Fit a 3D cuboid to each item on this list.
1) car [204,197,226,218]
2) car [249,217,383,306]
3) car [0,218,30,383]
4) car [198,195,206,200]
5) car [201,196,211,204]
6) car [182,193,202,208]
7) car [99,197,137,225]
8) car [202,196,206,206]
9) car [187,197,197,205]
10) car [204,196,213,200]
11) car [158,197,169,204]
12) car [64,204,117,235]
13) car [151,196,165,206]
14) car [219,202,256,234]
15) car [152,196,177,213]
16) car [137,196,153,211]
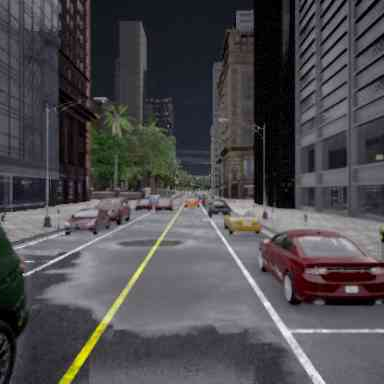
[{"bbox_3d":[2.362,1.515,29.951,1.837,1.490,4.892,0,0,0],"label":"car"},{"bbox_3d":[2.762,1.546,7.976,1.887,1.381,4.507,0,0,0],"label":"car"},{"bbox_3d":[-3.087,1.218,1.897,2.150,2.045,5.566,0,0,0],"label":"car"},{"bbox_3d":[2.782,1.616,94.089,1.947,1.339,4.313,0,0,0],"label":"car"},{"bbox_3d":[2.775,1.606,67.652,1.947,1.339,4.313,0,0,0],"label":"car"},{"bbox_3d":[0.024,1.380,50.023,2.097,1.767,4.553,0,0,0],"label":"car"},{"bbox_3d":[-5.761,1.323,24.263,2.192,1.841,5.009,0,0,0],"label":"car"},{"bbox_3d":[2.770,1.575,45.951,2.008,1.369,4.403,0,0,0],"label":"car"},{"bbox_3d":[0.015,1.637,61.068,1.895,1.301,4.718,0,0,0],"label":"car"},{"bbox_3d":[2.768,1.564,40.527,1.887,1.381,4.507,0,0,0],"label":"car"},{"bbox_3d":[-5.750,1.622,67.672,1.802,1.307,4.206,0,0,0],"label":"car"},{"bbox_3d":[-5.761,1.587,18.837,1.802,1.307,4.206,0,0,0],"label":"car"},{"bbox_3d":[-5.753,1.473,56.820,1.967,1.590,4.097,0,0,0],"label":"car"},{"bbox_3d":[2.764,1.530,18.996,1.752,1.417,4.829,0,0,0],"label":"car"},{"bbox_3d":[-3.078,1.494,37.766,1.882,1.535,5.008,0,0,0],"label":"car"},{"bbox_3d":[-5.756,1.564,40.541,1.887,1.381,4.507,0,0,0],"label":"car"}]
